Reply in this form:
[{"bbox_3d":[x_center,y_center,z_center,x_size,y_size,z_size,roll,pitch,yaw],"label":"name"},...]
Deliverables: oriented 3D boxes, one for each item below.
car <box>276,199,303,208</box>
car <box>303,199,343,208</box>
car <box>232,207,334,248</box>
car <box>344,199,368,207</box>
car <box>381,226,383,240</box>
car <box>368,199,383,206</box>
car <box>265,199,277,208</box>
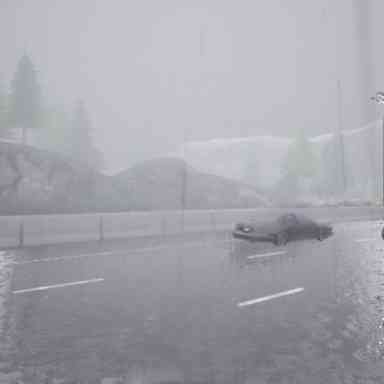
[{"bbox_3d":[13.792,1.883,43.926,4.718,1.301,1.895,1,0,-35],"label":"car"},{"bbox_3d":[16.434,1.813,41.508,4.674,1.442,1.812,1,0,-35],"label":"car"},{"bbox_3d":[4.335,1.643,15.449,5.357,1.411,2.033,1,0,-35],"label":"car"},{"bbox_3d":[27.309,1.958,53.515,5.357,1.411,2.033,1,0,-35],"label":"car"},{"bbox_3d":[10.848,1.702,15.792,4.181,1.385,1.994,1,0,-35],"label":"car"},{"bbox_3d":[29.367,1.763,50.698,4.553,1.767,2.097,1,0,-35],"label":"car"},{"bbox_3d":[12.541,1.781,47.327,4.902,1.511,2.128,1,0,-35],"label":"car"}]
